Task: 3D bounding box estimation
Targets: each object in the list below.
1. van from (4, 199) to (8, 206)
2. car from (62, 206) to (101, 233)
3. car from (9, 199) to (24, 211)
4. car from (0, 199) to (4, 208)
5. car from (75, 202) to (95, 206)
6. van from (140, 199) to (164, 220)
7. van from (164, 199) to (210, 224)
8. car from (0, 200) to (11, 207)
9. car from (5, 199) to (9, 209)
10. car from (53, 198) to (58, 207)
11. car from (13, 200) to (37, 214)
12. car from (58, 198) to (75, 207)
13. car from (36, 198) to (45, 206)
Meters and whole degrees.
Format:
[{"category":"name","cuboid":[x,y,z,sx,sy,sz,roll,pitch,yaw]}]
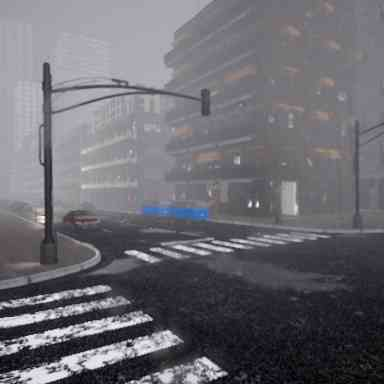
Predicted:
[{"category":"van","cuboid":[-31.905,2.155,59.128,1.690,1.788,3.998,-2,0,-33]},{"category":"car","cuboid":[-7.266,1.822,21.693,1.802,1.307,4.206,-2,0,-33]},{"category":"car","cuboid":[-25.744,2.110,49.769,1.967,1.590,4.097,-2,0,-33]},{"category":"car","cuboid":[-38.083,2.273,68.474,2.192,1.841,5.009,-2,0,-33]},{"category":"car","cuboid":[-15.674,2.085,49.656,1.802,1.307,4.206,-2,0,-33]},{"category":"van","cuboid":[-3.364,1.557,30.937,1.690,1.788,3.998,-2,0,-33]},{"category":"van","cuboid":[-0.285,1.486,26.257,1.690,1.788,3.998,-2,0,-33]},{"category":"car","cuboid":[-41.170,2.581,73.145,2.008,1.369,4.403,-2,0,-33]},{"category":"car","cuboid":[-28.820,2.293,54.449,2.008,1.369,4.403,-2,0,-33]},{"category":"car","cuboid":[-27.997,2.105,68.373,2.192,1.841,5.009,-2,0,-33]},{"category":"car","cuboid":[-22.662,2.180,45.091,1.802,1.307,4.206,-2,0,-33]},{"category":"car","cuboid":[-21.927,2.174,59.156,1.752,1.417,4.829,-2,0,-33]},{"category":"car","cuboid":[-34.156,2.250,77.731,2.192,1.841,5.009,-2,0,-33]}]
